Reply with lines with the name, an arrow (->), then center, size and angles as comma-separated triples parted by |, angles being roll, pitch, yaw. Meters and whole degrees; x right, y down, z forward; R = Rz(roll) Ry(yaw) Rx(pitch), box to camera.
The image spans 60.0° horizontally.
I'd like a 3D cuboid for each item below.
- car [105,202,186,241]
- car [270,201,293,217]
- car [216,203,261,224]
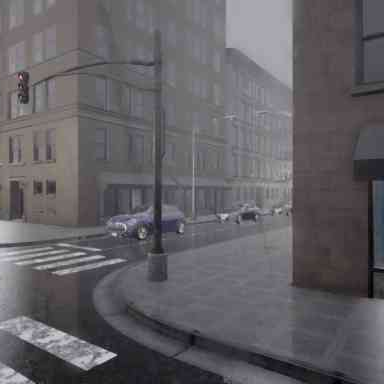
car -> -2.335, 1.432, 17.538 | 2.097, 1.767, 4.553 | 0, 0, 36
car -> 9.729, 1.684, 34.450 | 2.128, 1.511, 4.902 | 0, 0, 35
car -> 3.681, 1.629, 25.951 | 2.128, 1.511, 4.902 | 0, 0, 36
